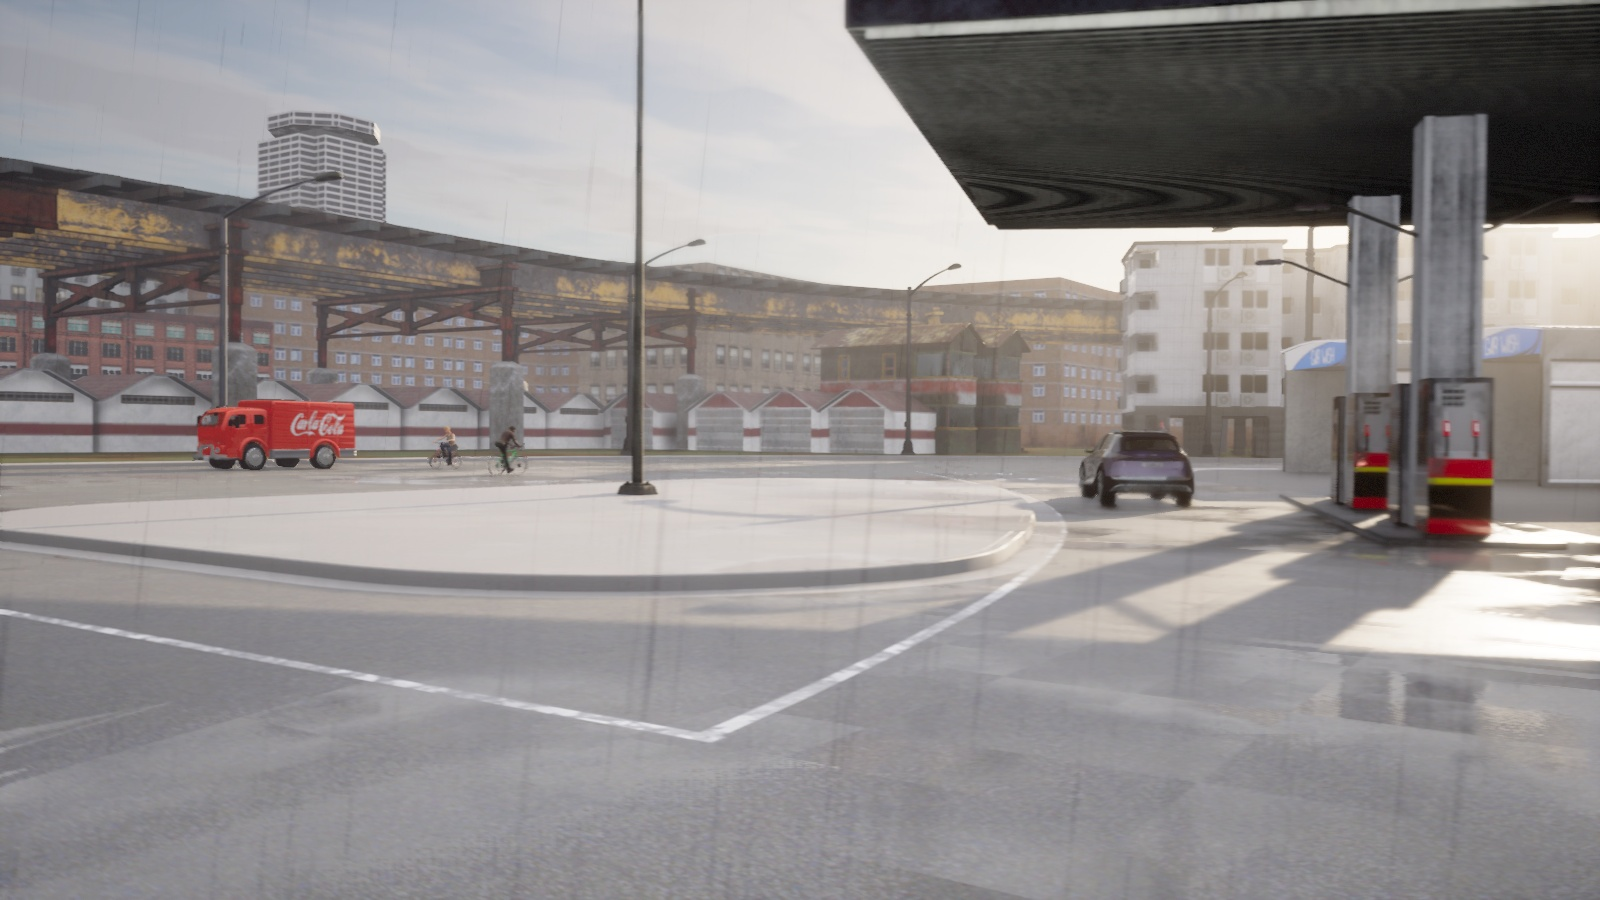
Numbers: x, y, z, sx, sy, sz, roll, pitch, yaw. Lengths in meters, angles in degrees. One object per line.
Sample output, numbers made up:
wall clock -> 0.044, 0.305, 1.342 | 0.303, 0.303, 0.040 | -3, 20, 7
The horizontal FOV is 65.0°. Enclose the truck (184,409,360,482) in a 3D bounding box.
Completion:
truck -> -18.853, -0.199, 45.046 | 2.627, 2.467, 5.204 | 0, 1, 34

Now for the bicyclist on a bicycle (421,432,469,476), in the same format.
bicyclist on a bicycle -> -13.281, 0.147, 47.026 | 0.866, 1.612, 1.509 | 0, 1, 35

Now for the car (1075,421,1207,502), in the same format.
car -> 7.535, 0.208, 28.214 | 2.033, 1.649, 4.856 | 0, 1, 5

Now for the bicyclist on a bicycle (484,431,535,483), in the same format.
bicyclist on a bicycle -> -9.331, 0.218, 40.392 | 0.582, 1.620, 1.656 | 0, 1, 34
